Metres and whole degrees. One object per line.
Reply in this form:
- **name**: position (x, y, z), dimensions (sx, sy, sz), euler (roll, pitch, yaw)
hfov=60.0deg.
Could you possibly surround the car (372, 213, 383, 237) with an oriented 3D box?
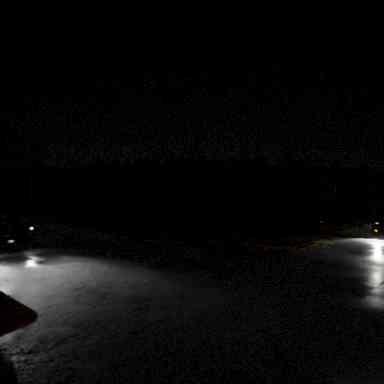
- **car**: position (10.424, 1.505, 16.469), dimensions (1.994, 1.385, 4.181), euler (2, 1, 42)

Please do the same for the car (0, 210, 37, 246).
- **car**: position (-8.063, 1.407, 13.358), dimensions (4.718, 1.301, 1.895), euler (1, 1, 43)
